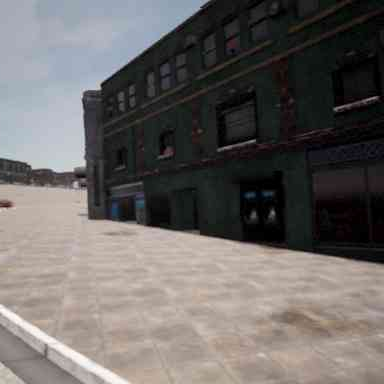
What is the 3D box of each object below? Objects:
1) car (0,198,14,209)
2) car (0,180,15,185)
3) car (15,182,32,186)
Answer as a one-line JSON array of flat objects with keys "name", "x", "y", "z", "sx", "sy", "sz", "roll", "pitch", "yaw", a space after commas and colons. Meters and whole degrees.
[{"name": "car", "x": -27.304, "y": 1.671, "z": 47.042, "sx": 1.882, "sy": 1.535, "sz": 5.008, "roll": -4, "pitch": 0, "yaw": 1}, {"name": "car", "x": -44.801, "y": -1.987, "z": 77.683, "sx": 2.185, "sy": 1.767, "sz": 4.553, "roll": -4, "pitch": -3, "yaw": 19}, {"name": "car", "x": -43.071, "y": -1.661, "z": 83.136, "sx": 2.163, "sy": 1.488, "sz": 4.792, "roll": -4, "pitch": -3, "yaw": 17}]
